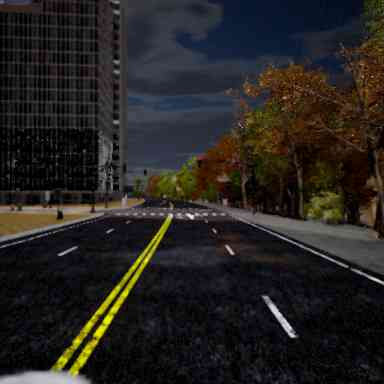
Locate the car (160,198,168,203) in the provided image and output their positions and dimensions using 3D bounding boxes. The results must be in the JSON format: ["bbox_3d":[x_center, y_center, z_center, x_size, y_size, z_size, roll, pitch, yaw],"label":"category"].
[{"bbox_3d":[-7.433,2.300,88.897,1.812,1.442,4.674,0,-1,-5],"label":"car"}]
